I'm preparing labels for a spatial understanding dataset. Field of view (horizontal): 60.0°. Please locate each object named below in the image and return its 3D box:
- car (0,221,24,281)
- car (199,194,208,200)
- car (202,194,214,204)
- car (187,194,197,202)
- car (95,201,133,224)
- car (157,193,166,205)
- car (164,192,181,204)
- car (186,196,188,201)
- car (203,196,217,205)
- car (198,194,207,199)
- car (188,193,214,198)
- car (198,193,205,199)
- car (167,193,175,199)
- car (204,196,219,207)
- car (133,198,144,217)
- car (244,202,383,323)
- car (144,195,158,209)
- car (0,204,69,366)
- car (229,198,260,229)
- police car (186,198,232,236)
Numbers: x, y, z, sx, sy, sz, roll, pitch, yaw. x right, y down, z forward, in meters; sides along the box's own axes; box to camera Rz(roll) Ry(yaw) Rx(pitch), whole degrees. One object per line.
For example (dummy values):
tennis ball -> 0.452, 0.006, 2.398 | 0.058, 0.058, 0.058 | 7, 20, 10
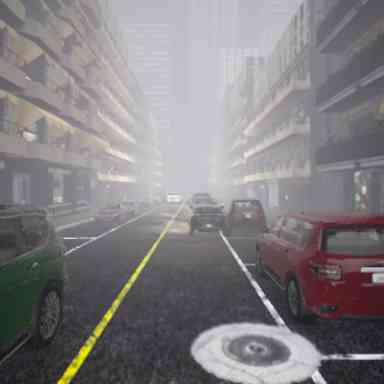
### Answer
car -> -5.706, 1.517, 7.101 | 2.008, 1.369, 4.403 | -1, 0, 0
car -> 2.705, 1.189, 79.895 | 1.947, 1.339, 4.313 | -1, 0, 0
car -> 2.696, 1.167, 57.487 | 1.967, 1.590, 4.097 | -1, 0, 0
car -> 0.020, 1.221, 64.232 | 1.812, 1.442, 4.674 | 0, 0, 0
car -> -5.693, 1.468, 23.907 | 1.802, 1.307, 4.206 | -1, 0, 0
car -> -5.684, 1.305, 51.917 | 2.008, 1.369, 4.403 | -1, 0, 0
car -> -2.996, 0.965, 55.239 | 2.150, 2.045, 5.566 | 0, 0, 0
car -> 0.017, 1.348, 53.248 | 1.895, 1.301, 4.718 | 0, 0, 0
car -> 2.696, 1.319, 51.885 | 1.947, 1.339, 4.313 | -1, 0, 0
car -> 2.707, 1.148, 85.498 | 2.008, 1.369, 4.403 | -1, 0, 0
car -> 0.908, 1.218, 27.875 | 2.097, 1.767, 4.553 | 0, 0, 0
car -> 2.709, 1.096, 91.269 | 1.752, 1.417, 4.829 | -1, 0, 0
car -> -5.671, 1.123, 91.131 | 2.008, 1.369, 4.403 | -1, 0, 0
car -> 2.694, 1.304, 46.453 | 1.752, 1.417, 4.829 | -1, 0, 0
car -> -5.691, 1.442, 29.509 | 1.802, 1.307, 4.206 | -1, 0, 0
car -> 2.678, 1.280, 7.069 | 2.192, 1.841, 5.009 | -1, 0, 0
car -> -5.688, 1.358, 40.713 | 2.008, 1.369, 4.403 | -1, 0, 0
car -> -3.100, 1.205, 3.286 | 2.150, 2.045, 5.566 | 0, 0, 0
car -> 2.682, 1.227, 18.273 | 2.192, 1.841, 5.009 | -1, 0, 0
police car -> 0.802, 1.339, 18.021 | 1.930, 1.638, 5.238 | 0, 0, 1
